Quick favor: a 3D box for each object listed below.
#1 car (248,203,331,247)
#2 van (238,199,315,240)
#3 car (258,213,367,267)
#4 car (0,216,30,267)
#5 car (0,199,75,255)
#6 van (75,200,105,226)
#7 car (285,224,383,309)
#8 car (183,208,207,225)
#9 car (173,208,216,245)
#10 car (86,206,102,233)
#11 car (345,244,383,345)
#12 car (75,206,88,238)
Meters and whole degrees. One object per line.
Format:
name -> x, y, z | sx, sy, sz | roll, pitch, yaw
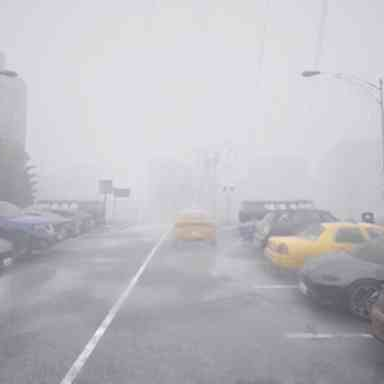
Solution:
car -> 4.654, 1.431, 12.493 | 4.553, 1.767, 2.185 | 0, -1, 0
van -> 4.804, 1.392, 18.059 | 4.442, 1.987, 1.878 | 0, -1, 0
car -> 4.870, 1.536, 9.573 | 5.366, 1.575, 1.946 | 0, 0, 0
car -> -7.617, 1.568, 9.439 | 4.792, 1.488, 2.163 | 0, 0, 0
car -> -7.617, 1.304, 12.234 | 5.566, 2.045, 2.435 | 0, 0, 0
van -> -7.759, 1.447, 20.589 | 4.442, 1.987, 1.878 | 0, -1, 0
car -> 4.654, 1.551, 6.781 | 4.792, 1.488, 2.163 | 0, 0, 0
car -> 0.311, 2.067, 29.168 | 1.994, 1.385, 4.181 | 0, -3, 2
car -> 0.107, 1.589, 16.160 | 1.882, 1.535, 5.008 | 0, 0, 0
car -> -7.672, 1.643, 17.798 | 4.792, 1.488, 2.163 | 0, -1, 0
car -> 4.679, 1.545, 3.992 | 4.674, 1.452, 2.002 | 0, 0, 0
car -> -7.643, 1.576, 14.967 | 5.008, 1.535, 2.097 | 0, 0, 0
